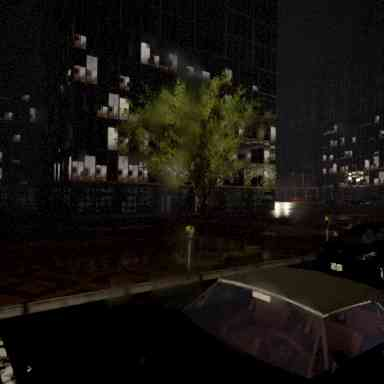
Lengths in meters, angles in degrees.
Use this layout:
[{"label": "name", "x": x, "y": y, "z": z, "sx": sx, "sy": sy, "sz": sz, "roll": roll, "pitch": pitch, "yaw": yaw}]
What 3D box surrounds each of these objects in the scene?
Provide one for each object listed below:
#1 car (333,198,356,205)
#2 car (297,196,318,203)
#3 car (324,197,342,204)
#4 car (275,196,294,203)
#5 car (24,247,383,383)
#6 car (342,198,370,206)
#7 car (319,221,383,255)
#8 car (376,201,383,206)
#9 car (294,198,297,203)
[{"label": "car", "x": 33.141, "y": 1.990, "z": 72.550, "sx": 2.008, "sy": 1.369, "sz": 4.403, "roll": 1, "pitch": -1, "yaw": -20}, {"label": "car", "x": 29.285, "y": 1.826, "z": 83.055, "sx": 2.192, "sy": 1.841, "sz": 5.009, "roll": 1, "pitch": -1, "yaw": -20}, {"label": "car", "x": 27.682, "y": 1.693, "z": 64.567, "sx": 1.967, "sy": 1.590, "sz": 4.097, "roll": 1, "pitch": -1, "yaw": -20}, {"label": "car", "x": 21.896, "y": 1.800, "z": 80.313, "sx": 1.967, "sy": 1.590, "sz": 4.097, "roll": 1, "pitch": -1, "yaw": -20}, {"label": "car", "x": 0.810, "y": 1.602, "z": 3.430, "sx": 4.718, "sy": 1.301, "sz": 1.895, "roll": 0, "pitch": 0, "yaw": -35}, {"label": "car", "x": 29.609, "y": 1.767, "z": 59.316, "sx": 2.008, "sy": 1.369, "sz": 4.403, "roll": 1, "pitch": -1, "yaw": -20}, {"label": "car", "x": 5.565, "y": 1.575, "z": 9.832, "sx": 4.313, "sy": 1.339, "sz": 1.947, "roll": 0, "pitch": 1, "yaw": -34}, {"label": "car", "x": 36.942, "y": 1.894, "z": 62.207, "sx": 1.752, "sy": 1.417, "sz": 4.829, "roll": 1, "pitch": -1, "yaw": -20}, {"label": "car", "x": 27.351, "y": 2.129, "z": 88.303, "sx": 1.802, "sy": 1.307, "sz": 4.206, "roll": 1, "pitch": -1, "yaw": -20}]
